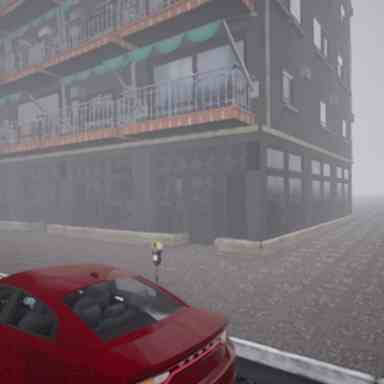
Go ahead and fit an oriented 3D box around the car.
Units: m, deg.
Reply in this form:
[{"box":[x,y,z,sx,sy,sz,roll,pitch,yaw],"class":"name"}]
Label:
[{"box":[-1.672,1.569,4.062,4.507,1.381,1.887,0,0,35],"class":"car"}]
